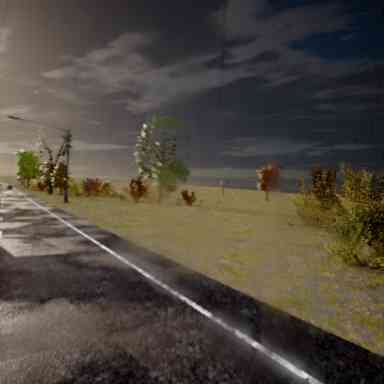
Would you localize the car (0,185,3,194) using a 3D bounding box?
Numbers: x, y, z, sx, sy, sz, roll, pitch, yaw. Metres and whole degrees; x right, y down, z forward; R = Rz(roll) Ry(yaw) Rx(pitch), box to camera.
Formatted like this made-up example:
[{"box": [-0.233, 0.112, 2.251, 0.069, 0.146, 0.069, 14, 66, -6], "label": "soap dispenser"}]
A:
[{"box": [-41.795, -0.325, 70.679, 1.994, 1.385, 4.181, 3, 0, -29], "label": "car"}]
